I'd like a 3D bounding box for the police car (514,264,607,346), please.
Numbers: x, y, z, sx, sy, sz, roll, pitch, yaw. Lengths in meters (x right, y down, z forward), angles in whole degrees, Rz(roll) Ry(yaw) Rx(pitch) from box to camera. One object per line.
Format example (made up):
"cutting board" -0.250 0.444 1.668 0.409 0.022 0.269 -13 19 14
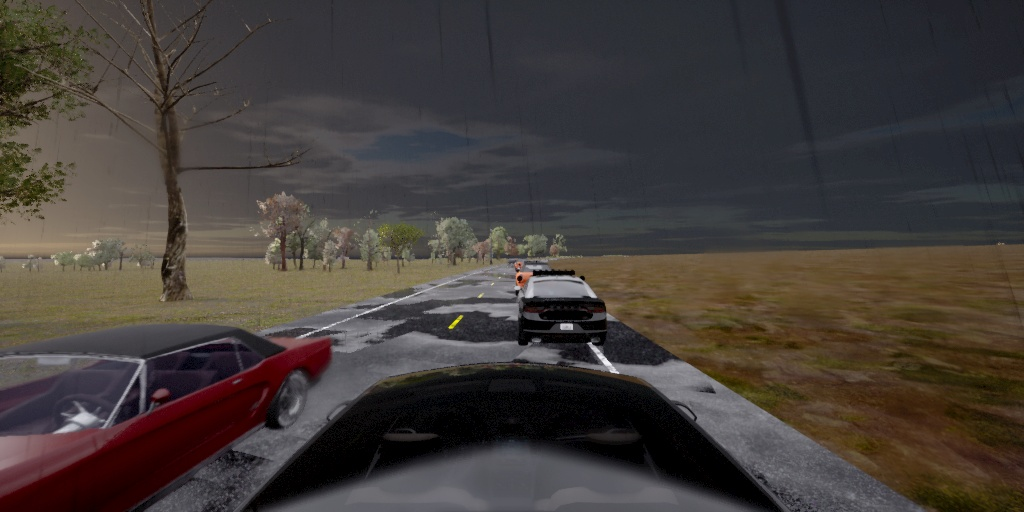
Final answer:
"police car" 1.093 1.176 9.572 1.930 1.638 5.238 0 0 1

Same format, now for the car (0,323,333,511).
"car" -3.474 1.351 2.851 1.895 1.301 4.718 0 0 0

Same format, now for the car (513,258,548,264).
"car" 1.254 1.102 19.397 2.097 1.767 4.553 0 0 1
